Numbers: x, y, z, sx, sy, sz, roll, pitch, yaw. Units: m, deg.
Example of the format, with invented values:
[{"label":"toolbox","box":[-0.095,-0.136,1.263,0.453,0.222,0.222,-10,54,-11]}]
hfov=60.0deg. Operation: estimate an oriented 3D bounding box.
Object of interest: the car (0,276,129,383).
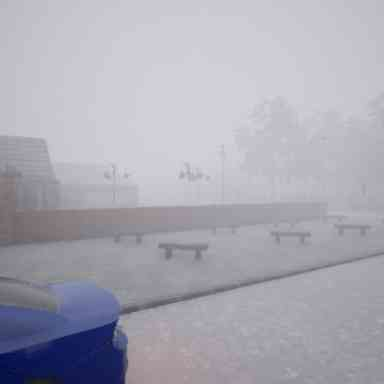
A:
[{"label":"car","box":[-2.971,1.478,2.490,5.008,1.535,1.882,0,0,-35]}]
